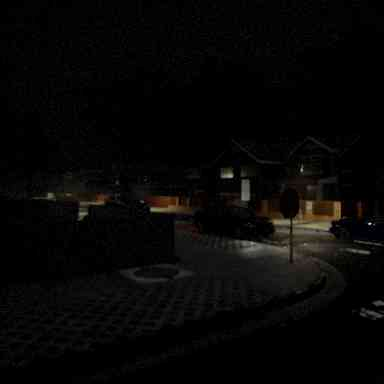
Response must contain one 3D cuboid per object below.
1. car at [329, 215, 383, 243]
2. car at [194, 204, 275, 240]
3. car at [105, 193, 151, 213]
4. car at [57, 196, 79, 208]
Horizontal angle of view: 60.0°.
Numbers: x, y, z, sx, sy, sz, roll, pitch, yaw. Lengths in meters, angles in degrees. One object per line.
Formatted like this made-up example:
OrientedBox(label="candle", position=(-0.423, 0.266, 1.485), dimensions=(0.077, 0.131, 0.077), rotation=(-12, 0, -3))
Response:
OrientedBox(label="car", position=(8.201, 1.579, 13.863), dimensions=(1.895, 1.301, 4.718), rotation=(0, 0, -28))
OrientedBox(label="car", position=(2.036, 1.424, 17.142), dimensions=(1.882, 1.535, 5.008), rotation=(0, 0, -33))
OrientedBox(label="car", position=(-5.525, 1.110, 28.005), dimensions=(2.150, 2.045, 5.566), rotation=(0, 0, -35))
OrientedBox(label="car", position=(-16.115, 1.279, 43.203), dimensions=(1.882, 1.535, 5.008), rotation=(0, 0, -35))
